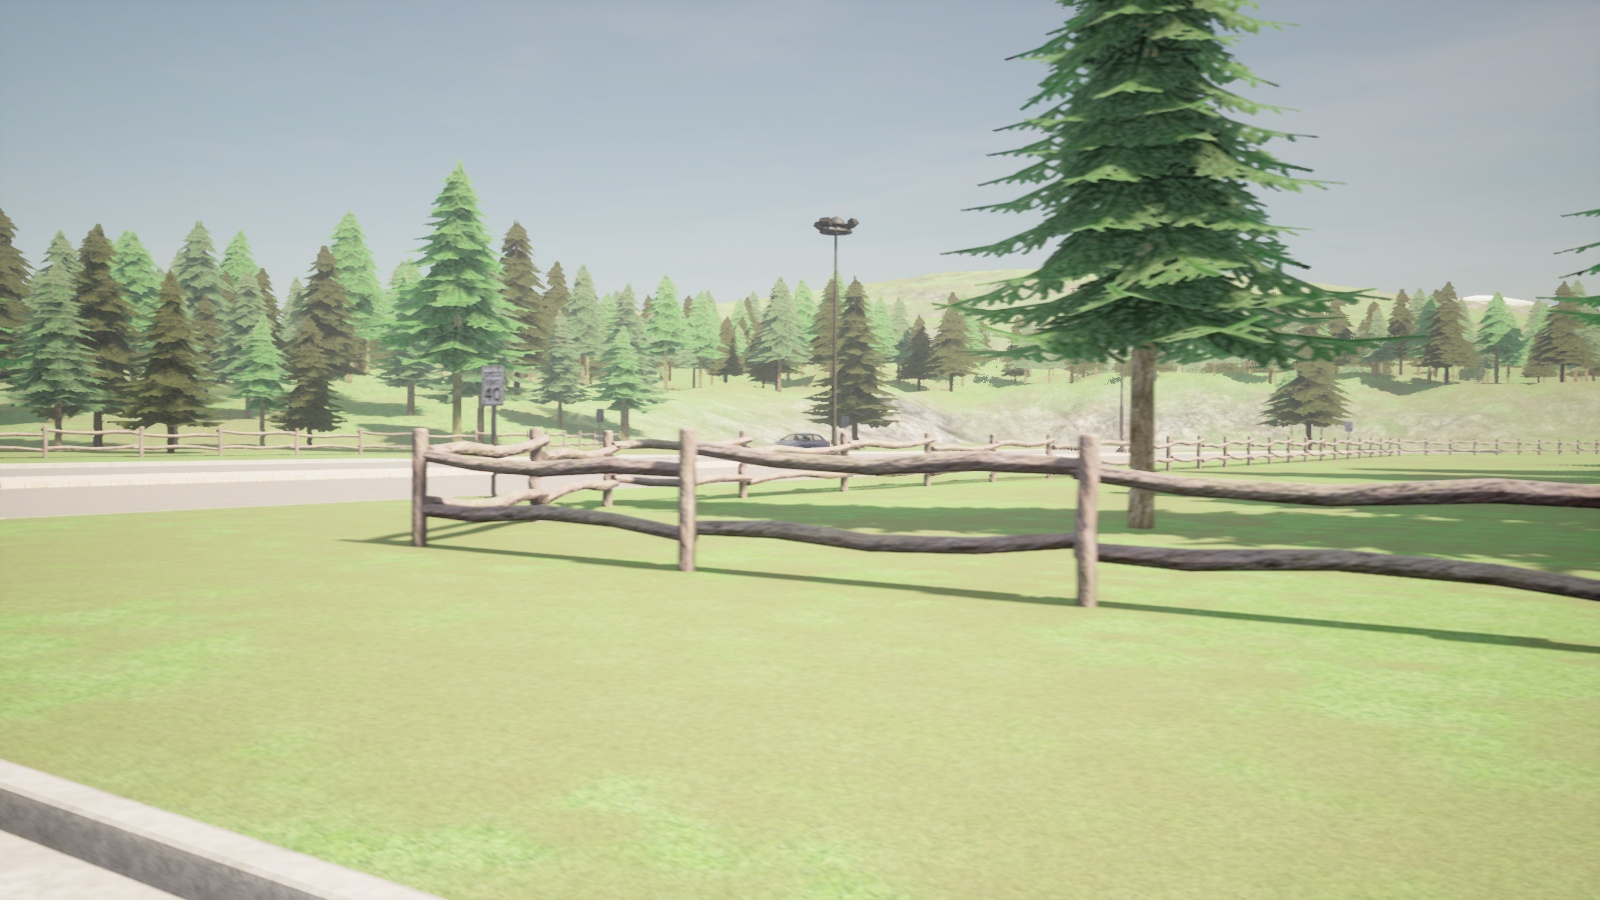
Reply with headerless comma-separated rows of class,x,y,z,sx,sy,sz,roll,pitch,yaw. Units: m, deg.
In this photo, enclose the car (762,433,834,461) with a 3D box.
car,-0.060,-0.177,67.612,1.816,1.474,4.193,0,1,34
